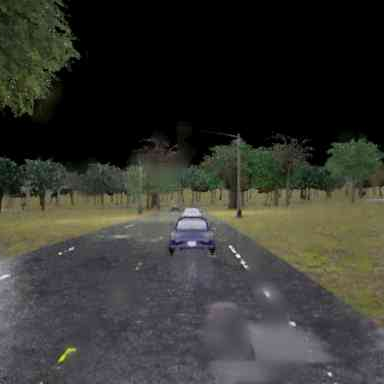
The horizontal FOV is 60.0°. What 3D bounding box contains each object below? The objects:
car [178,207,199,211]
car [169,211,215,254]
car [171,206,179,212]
[{"bbox_3d":[0.001,2.186,29.424,1.812,1.442,4.674,0,-2,0],"label":"car"},{"bbox_3d":[0.004,1.755,14.400,1.812,1.442,4.674,0,-1,0],"label":"car"},{"bbox_3d":[-3.512,3.584,71.802,1.895,1.301,4.718,0,-2,0],"label":"car"}]
